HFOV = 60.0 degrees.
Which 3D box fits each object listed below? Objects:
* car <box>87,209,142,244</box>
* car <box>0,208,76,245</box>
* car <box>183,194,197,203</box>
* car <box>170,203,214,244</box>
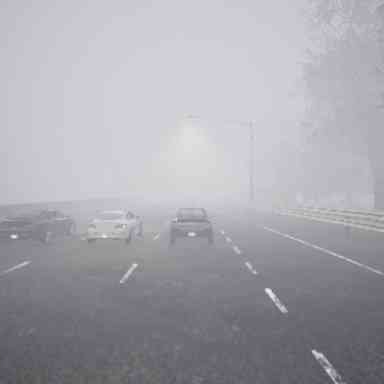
[{"bbox_3d":[-3.508,1.535,15.628,1.812,1.442,4.674,0,0,0],"label":"car"},{"bbox_3d":[-7.007,1.515,15.529,1.837,1.490,4.892,0,0,0],"label":"car"},{"bbox_3d":[-0.029,1.529,58.912,2.128,1.511,4.902,0,0,0],"label":"car"},{"bbox_3d":[-0.008,1.502,15.808,2.128,1.511,4.902,0,0,0],"label":"car"}]
